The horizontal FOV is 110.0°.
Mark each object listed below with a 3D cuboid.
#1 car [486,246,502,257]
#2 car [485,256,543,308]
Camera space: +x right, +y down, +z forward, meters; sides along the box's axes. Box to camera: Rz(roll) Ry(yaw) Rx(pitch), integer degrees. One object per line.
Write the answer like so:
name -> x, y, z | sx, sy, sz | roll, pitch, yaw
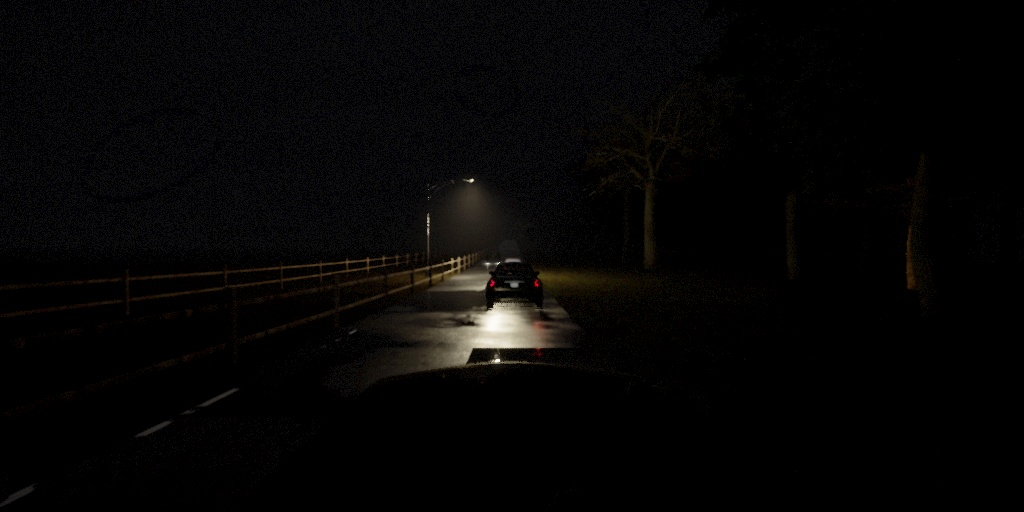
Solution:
car -> -2.735, -0.455, 54.172 | 2.150, 2.045, 5.566 | 0, 3, 0
car -> 0.093, 1.020, 14.797 | 2.097, 1.767, 4.553 | 0, 1, 0
